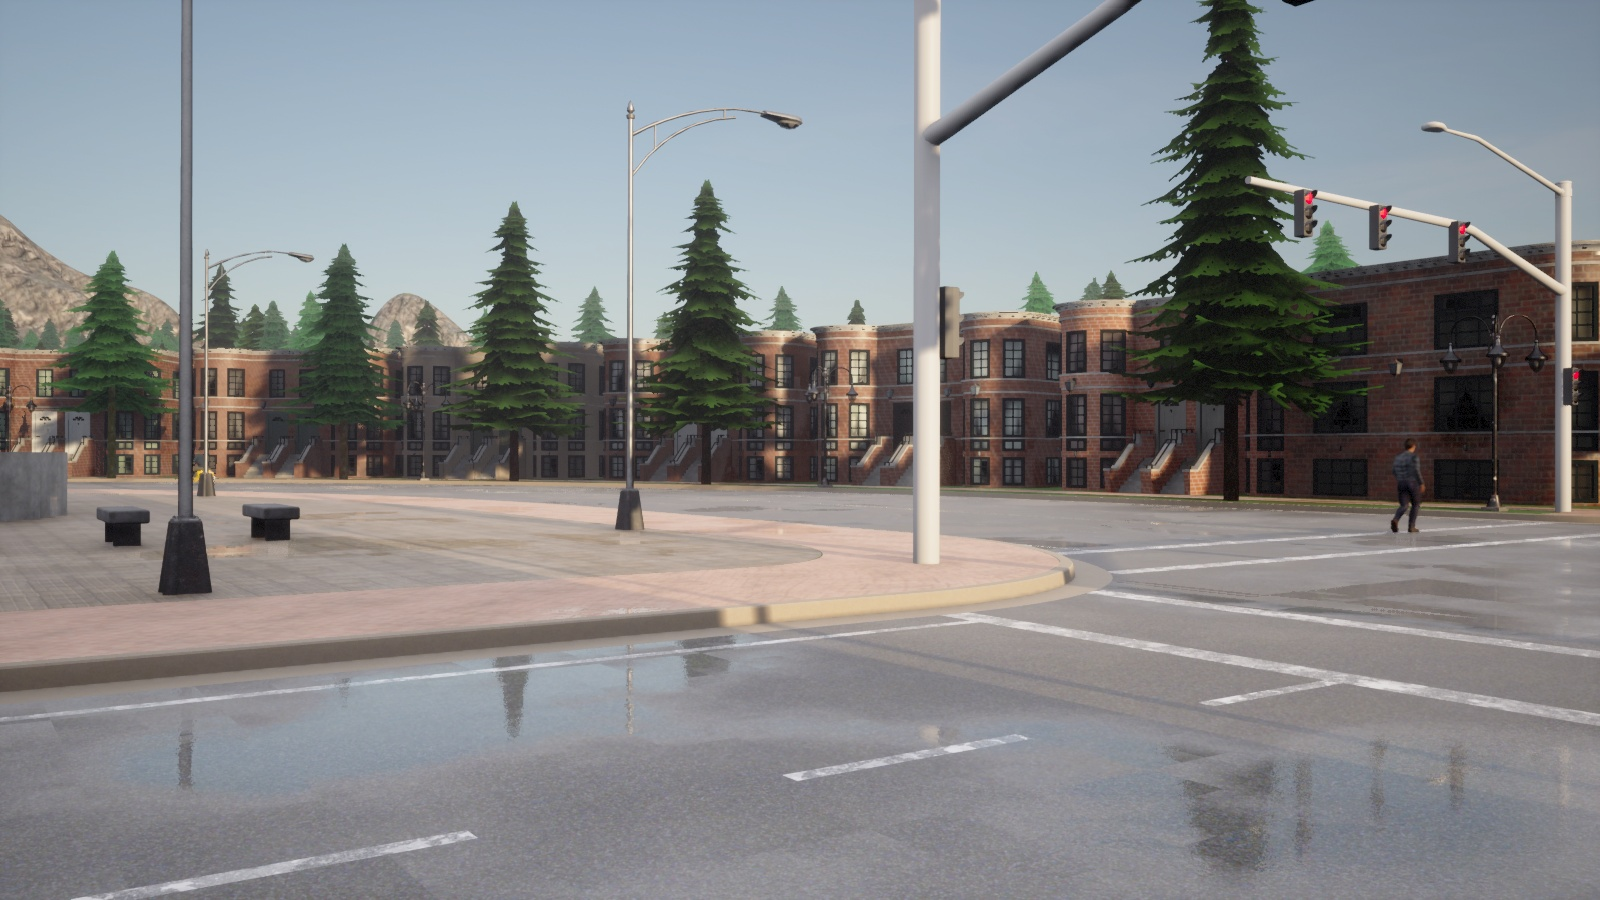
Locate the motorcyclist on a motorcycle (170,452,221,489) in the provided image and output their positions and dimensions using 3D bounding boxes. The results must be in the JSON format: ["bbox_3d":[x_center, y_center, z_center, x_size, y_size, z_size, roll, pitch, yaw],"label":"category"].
[{"bbox_3d":[-26.403,0.888,54.868,1.817,1.590,0.866,0,0,11],"label":"motorcyclist on a motorcycle"}]

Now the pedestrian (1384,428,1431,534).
[{"bbox_3d":[11.300,0.567,23.352,0.788,1.949,0.423,0,0,-33],"label":"pedestrian"}]
